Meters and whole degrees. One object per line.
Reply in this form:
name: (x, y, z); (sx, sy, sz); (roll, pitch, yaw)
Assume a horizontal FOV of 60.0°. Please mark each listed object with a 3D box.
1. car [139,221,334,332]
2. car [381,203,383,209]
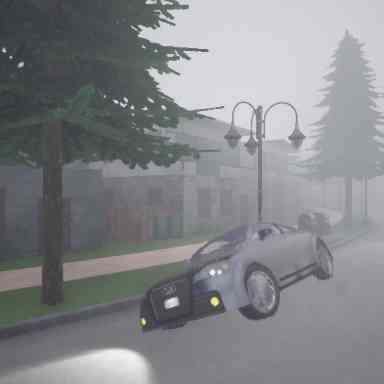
car: (0.946, 1.350, 6.120); (1.994, 1.385, 4.181); (-30, -19, 36)
car: (25.159, 1.610, 40.973); (1.895, 1.301, 4.718); (0, 0, 9)
